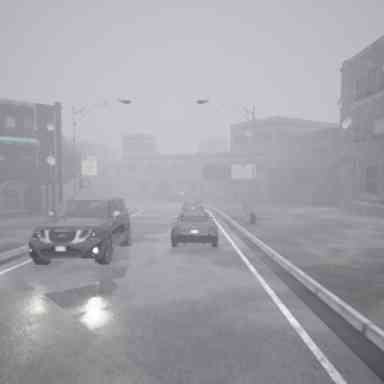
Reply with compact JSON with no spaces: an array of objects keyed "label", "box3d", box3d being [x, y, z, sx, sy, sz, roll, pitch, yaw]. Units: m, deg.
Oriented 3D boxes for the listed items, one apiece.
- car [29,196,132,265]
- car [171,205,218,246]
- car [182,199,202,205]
[{"label":"car","box3d":[-3.600,1.194,11.871,2.150,2.045,5.566,0,0,0]},{"label":"car","box3d":[0.100,1.521,15.145,1.994,1.385,4.181,0,0,0]},{"label":"car","box3d":[-0.007,1.394,32.098,1.994,1.385,4.181,0,1,-2]}]
